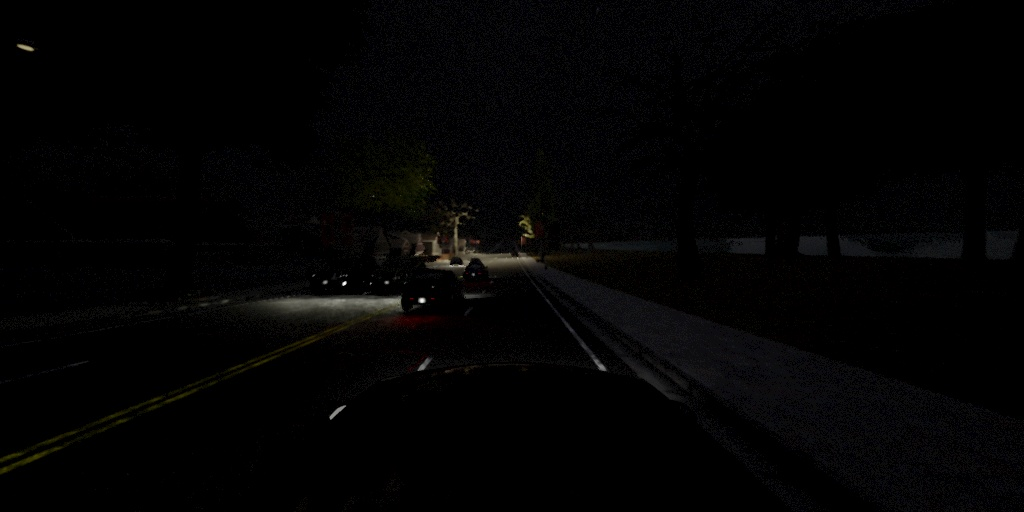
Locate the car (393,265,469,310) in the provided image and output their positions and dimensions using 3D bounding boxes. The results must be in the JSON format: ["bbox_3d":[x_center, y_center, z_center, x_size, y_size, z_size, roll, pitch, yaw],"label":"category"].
[{"bbox_3d":[-3.146,1.306,14.956,1.837,1.490,4.892,0,0,0],"label":"car"}]

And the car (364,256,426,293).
[{"bbox_3d":[-6.589,1.033,21.624,2.150,2.045,5.566,0,0,0],"label":"car"}]

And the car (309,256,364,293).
[{"bbox_3d":[-9.840,1.033,21.655,2.150,2.045,5.566,0,0,0],"label":"car"}]

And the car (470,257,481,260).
[{"bbox_3d":[-6.487,0.947,63.471,2.033,1.411,5.357,0,1,0],"label":"car"}]

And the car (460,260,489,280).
[{"bbox_3d":[-3.138,1.311,31.353,1.812,1.442,4.674,0,0,0],"label":"car"}]

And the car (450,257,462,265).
[{"bbox_3d":[-9.742,0.924,63.493,1.812,1.442,4.674,0,1,1],"label":"car"}]
